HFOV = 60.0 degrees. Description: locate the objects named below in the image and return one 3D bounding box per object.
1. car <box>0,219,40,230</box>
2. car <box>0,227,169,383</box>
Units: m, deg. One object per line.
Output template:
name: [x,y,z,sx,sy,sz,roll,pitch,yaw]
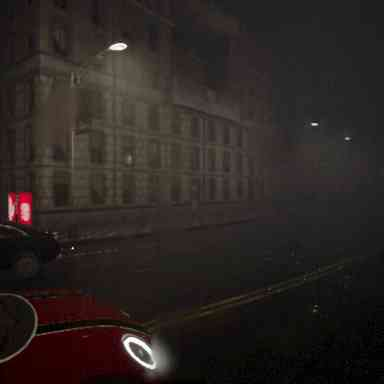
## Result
car: [-5.961,1.494,8.588,4.902,1.511,2.128,0,0,-34]
car: [-2.415,1.357,2.414,4.553,1.767,2.097,0,0,-33]
